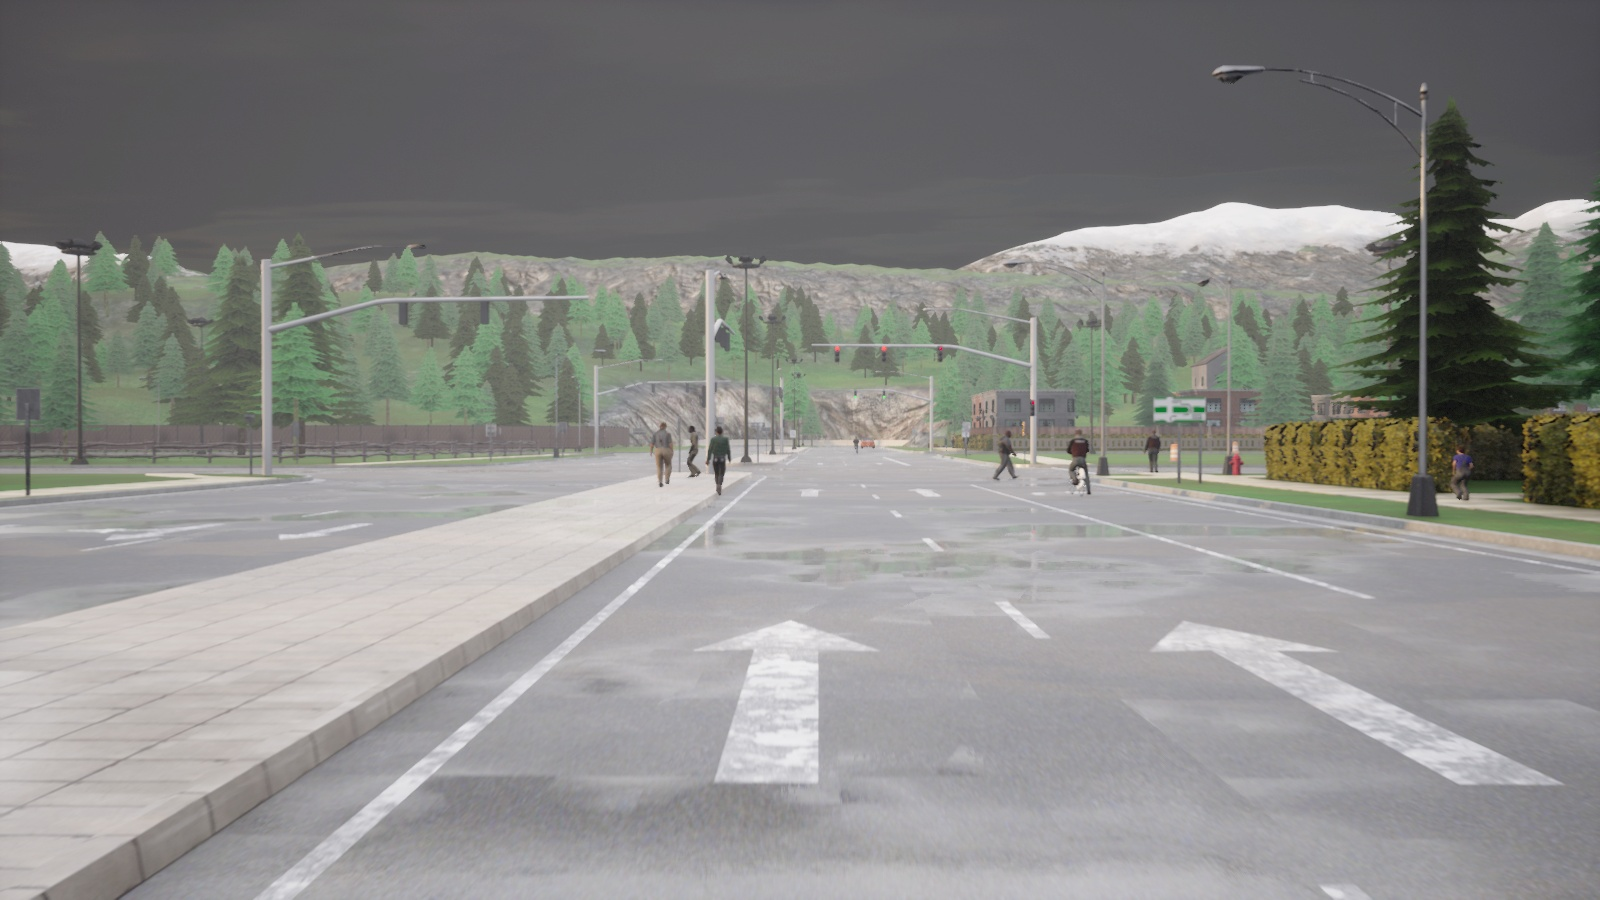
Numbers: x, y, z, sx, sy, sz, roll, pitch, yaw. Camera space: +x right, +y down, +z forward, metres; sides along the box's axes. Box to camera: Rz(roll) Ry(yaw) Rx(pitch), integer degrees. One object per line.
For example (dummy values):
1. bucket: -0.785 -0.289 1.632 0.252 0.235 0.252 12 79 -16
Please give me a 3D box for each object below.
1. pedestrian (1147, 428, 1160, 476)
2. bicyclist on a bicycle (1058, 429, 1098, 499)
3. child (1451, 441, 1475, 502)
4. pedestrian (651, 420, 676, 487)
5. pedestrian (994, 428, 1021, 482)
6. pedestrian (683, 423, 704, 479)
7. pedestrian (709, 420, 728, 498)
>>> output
1. pedestrian: 13.757 0.065 48.809 0.376 1.854 0.720 0 0 7
2. bicyclist on a bicycle: 7.207 0.342 32.622 0.659 1.776 1.843 0 1 0
3. child: 14.009 0.448 26.539 0.270 1.263 0.437 0 0 2
4. pedestrian: -3.777 0.098 34.753 0.540 1.848 0.694 0 0 7
5. pedestrian: 7.243 0.164 43.888 0.849 1.883 0.563 0 0 -1
6. pedestrian: -3.658 0.032 43.087 0.692 1.930 0.396 0 0 1
7. pedestrian: -2.088 0.222 32.080 0.423 1.949 0.788 0 0 1
